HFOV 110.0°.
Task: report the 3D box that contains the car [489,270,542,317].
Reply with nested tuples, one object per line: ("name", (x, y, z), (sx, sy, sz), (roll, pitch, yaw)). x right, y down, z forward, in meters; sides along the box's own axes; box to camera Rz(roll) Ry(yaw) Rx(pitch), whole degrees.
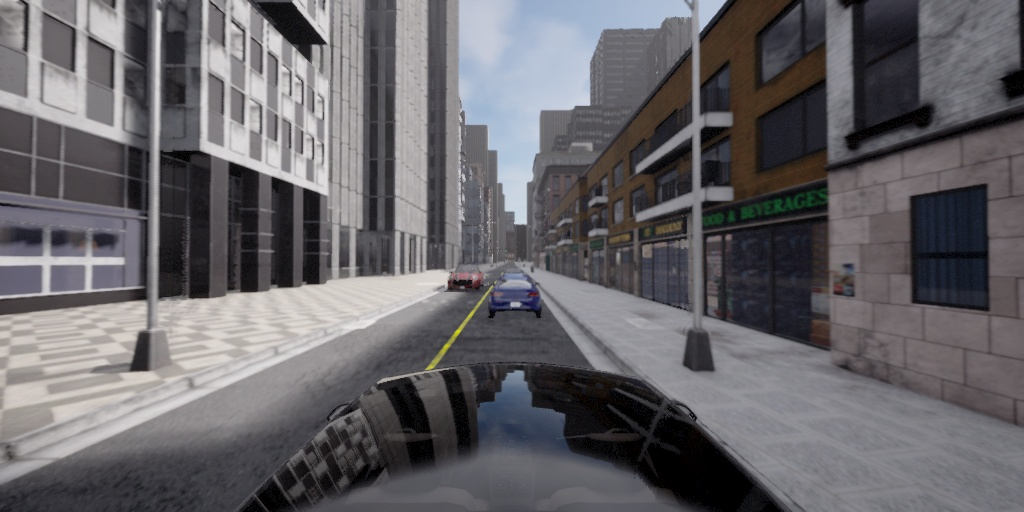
("car", (0.106, 1.427, 13.808), (1.812, 1.442, 4.674), (0, -1, 0))

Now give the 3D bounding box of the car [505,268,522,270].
("car", (0.124, 1.718, 31.020), (1.895, 1.301, 4.718), (0, -1, 0))

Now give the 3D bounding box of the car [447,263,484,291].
("car", (-3.079, 1.388, 24.498), (2.097, 1.767, 4.553), (0, -1, 0))
